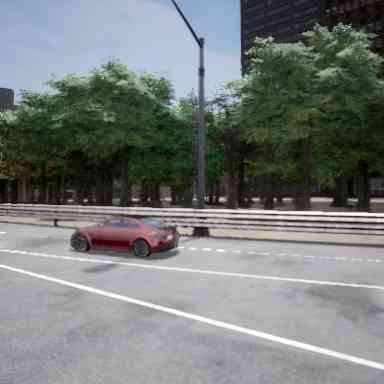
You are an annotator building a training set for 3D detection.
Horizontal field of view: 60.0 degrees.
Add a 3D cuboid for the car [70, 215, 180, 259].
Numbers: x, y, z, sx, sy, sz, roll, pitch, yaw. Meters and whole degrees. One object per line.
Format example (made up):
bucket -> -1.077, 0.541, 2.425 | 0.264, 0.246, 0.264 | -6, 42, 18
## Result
car -> -2.581, 1.586, 12.713 | 4.181, 1.385, 1.994 | 0, 0, 25
